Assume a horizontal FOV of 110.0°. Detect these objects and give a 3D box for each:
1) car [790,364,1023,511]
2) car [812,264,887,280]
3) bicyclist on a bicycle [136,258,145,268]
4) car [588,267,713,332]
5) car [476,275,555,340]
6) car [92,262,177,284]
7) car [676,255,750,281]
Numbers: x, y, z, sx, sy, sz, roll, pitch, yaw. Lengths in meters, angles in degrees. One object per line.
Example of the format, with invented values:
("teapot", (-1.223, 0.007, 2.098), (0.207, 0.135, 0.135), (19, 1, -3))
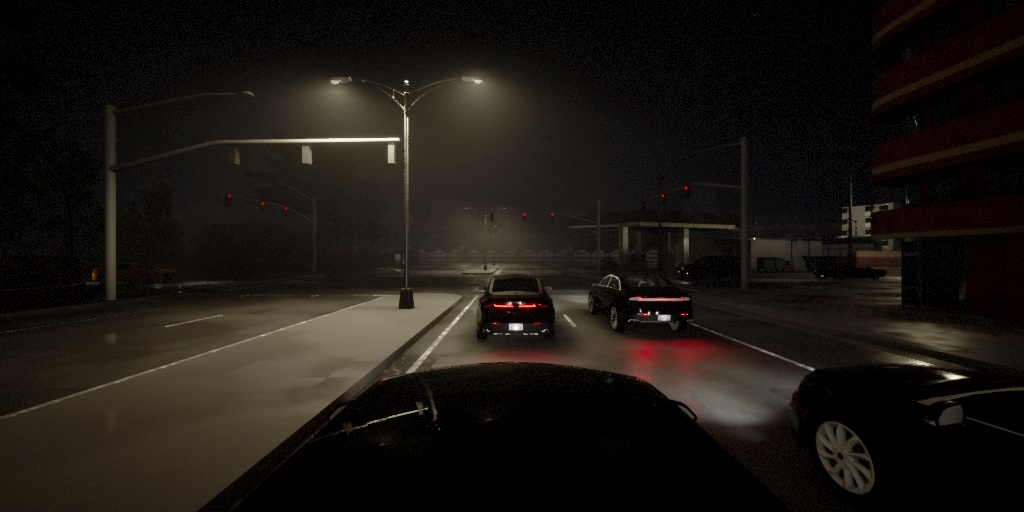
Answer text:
("car", (3.600, 1.255, 1.463), (1.837, 1.490, 4.892), (0, 0, 0))
("car", (28.153, 1.351, 30.028), (4.718, 1.301, 1.895), (0, 0, -1))
("bicyclist on a bicycle", (-38.222, 1.053, 36.751), (0.582, 1.620, 1.656), (0, 0, 0))
("car", (3.604, 1.242, 10.871), (2.128, 1.511, 4.902), (0, 0, 0))
("car", (0.097, 1.255, 10.016), (1.837, 1.490, 4.892), (0, 0, 0))
("car", (-27.587, 1.228, 26.331), (5.008, 1.535, 1.882), (0, 0, 0))
("car", (16.637, 0.972, 29.864), (5.566, 2.045, 2.150), (0, 0, -1))
